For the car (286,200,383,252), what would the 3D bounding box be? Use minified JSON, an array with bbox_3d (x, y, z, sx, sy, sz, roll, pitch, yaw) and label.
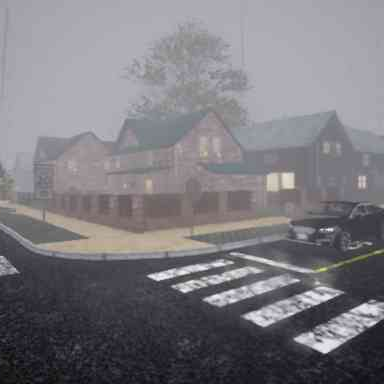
[{"bbox_3d":[5.329,1.057,11.853,4.902,1.511,2.128,-2,3,-38],"label":"car"}]
